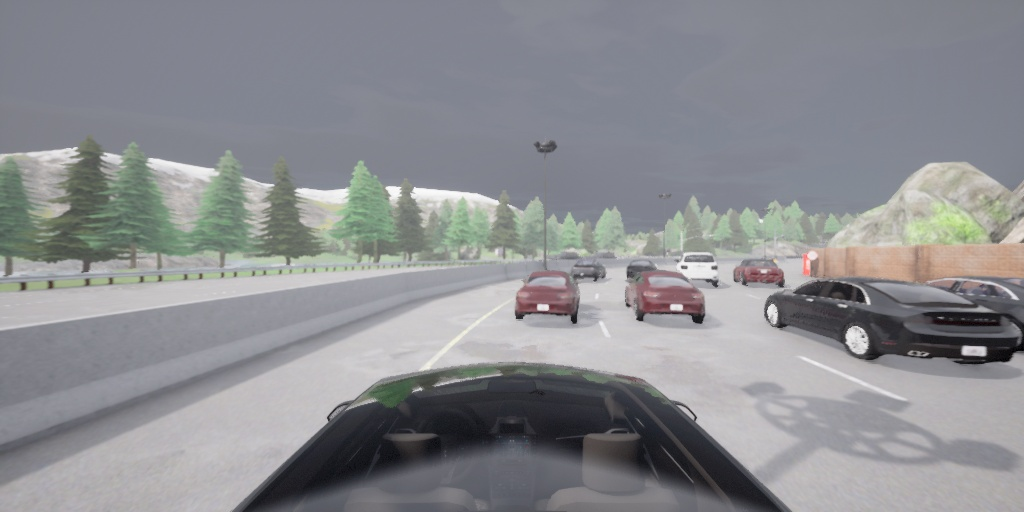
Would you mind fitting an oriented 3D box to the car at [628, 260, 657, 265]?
[{"bbox_3d":[9.701,1.009,26.740,1.882,1.535,5.008,0,1,25],"label":"car"}]

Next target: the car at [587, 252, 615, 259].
[{"bbox_3d":[14.287,0.456,56.916,5.566,2.045,2.150,-1,1,-44],"label":"car"}]

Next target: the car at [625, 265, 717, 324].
[{"bbox_3d":[4.807,1.194,11.725,1.812,1.442,4.674,0,0,12],"label":"car"}]

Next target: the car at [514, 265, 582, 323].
[{"bbox_3d":[1.259,1.177,11.733,1.812,1.442,4.674,0,0,11],"label":"car"}]

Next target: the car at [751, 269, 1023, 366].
[{"bbox_3d":[7.682,1.224,8.050,1.837,1.490,4.892,0,1,9],"label":"car"}]

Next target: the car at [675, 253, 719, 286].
[{"bbox_3d":[11.954,0.802,23.321,2.150,2.045,5.566,0,1,23],"label":"car"}]

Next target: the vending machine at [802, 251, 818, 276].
[{"bbox_3d":[27.544,0.740,33.259,1.100,2.100,0.880,0,0,39],"label":"vending machine"}]

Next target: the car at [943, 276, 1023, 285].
[{"bbox_3d":[11.334,1.220,8.670,2.128,1.511,4.902,0,1,10],"label":"car"}]

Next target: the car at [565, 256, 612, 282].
[{"bbox_3d":[5.682,1.010,26.333,2.128,1.511,4.902,0,1,24],"label":"car"}]

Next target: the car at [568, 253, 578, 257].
[{"bbox_3d":[12.043,0.675,59.613,5.008,1.535,1.882,-1,1,-44],"label":"car"}]

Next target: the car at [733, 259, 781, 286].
[{"bbox_3d":[15.716,0.948,23.083,2.097,1.767,4.553,1,1,24],"label":"car"}]

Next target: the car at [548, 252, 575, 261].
[{"bbox_3d":[9.223,0.383,61.808,5.566,2.045,2.150,0,1,-44],"label":"car"}]
